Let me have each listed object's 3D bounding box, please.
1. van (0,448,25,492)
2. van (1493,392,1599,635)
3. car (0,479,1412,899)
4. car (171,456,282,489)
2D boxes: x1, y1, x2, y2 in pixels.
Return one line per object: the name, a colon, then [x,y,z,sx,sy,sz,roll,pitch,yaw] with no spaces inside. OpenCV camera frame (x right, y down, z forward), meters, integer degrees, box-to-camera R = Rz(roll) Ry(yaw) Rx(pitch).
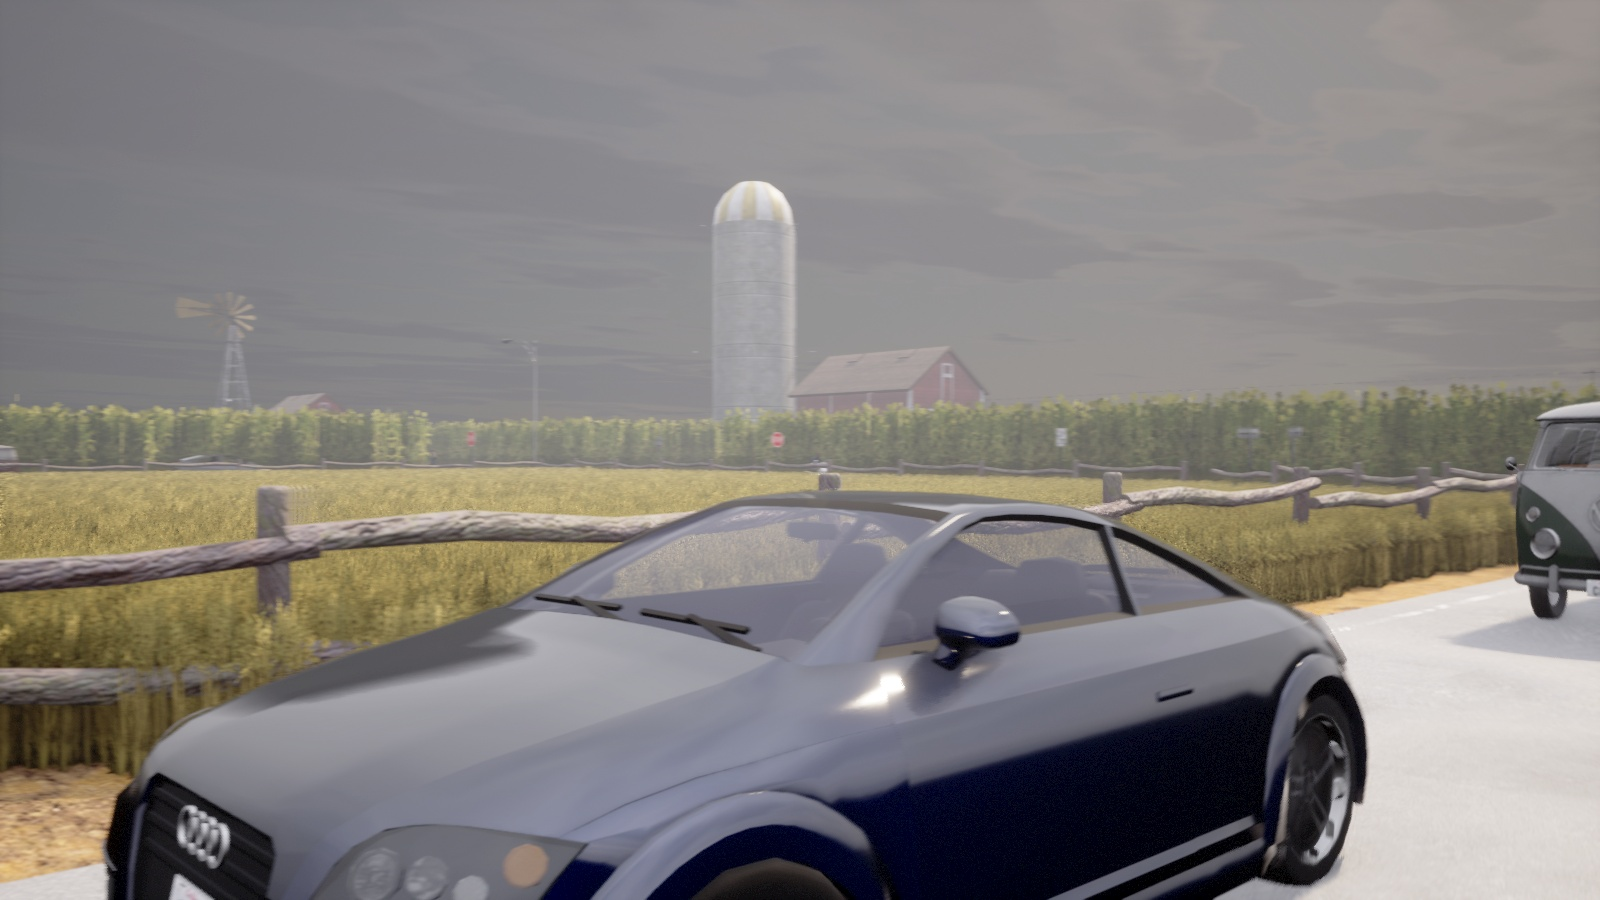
van: [-37.848,0.907,56.923,4.442,1.987,1.775,0,0,-40]
van: [8.220,0.522,11.748,4.442,1.987,1.775,0,0,-44]
car: [0.094,0.828,4.018,4.181,1.385,1.994,0,0,-43]
car: [-27.936,1.056,61.246,4.514,1.525,2.007,0,0,-40]
